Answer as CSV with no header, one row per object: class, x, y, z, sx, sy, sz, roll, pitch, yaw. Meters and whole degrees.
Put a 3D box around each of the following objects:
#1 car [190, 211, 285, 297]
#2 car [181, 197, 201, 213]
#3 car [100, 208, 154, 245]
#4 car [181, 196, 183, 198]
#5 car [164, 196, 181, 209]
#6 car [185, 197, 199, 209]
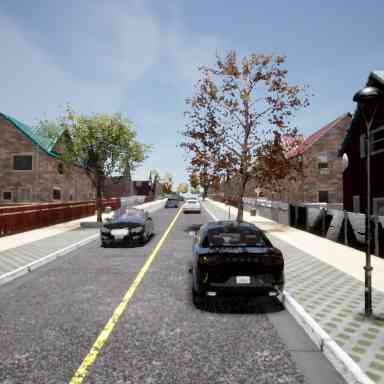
car,0.950,1.487,8.676,1.882,1.535,5.008,0,0,0
car,0.017,1.574,36.956,1.812,1.442,4.674,0,0,0
car,-2.873,1.509,15.564,2.128,1.511,4.902,0,0,0
car,-2.877,1.655,81.561,1.837,1.490,4.892,0,-1,0
car,-2.822,1.587,46.245,1.812,1.442,4.674,0,0,0
car,-0.020,1.541,47.196,1.882,1.535,5.008,0,0,0
